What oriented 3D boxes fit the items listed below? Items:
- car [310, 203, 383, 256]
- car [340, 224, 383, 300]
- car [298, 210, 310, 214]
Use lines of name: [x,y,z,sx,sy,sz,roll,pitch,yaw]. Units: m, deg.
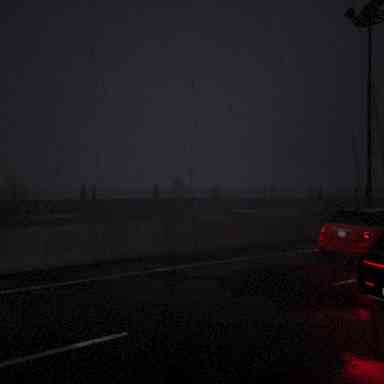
car: [6.588,1.332,11.447,4.553,1.767,2.097,0,0,-28]
car: [5.522,1.495,6.929,4.892,1.490,1.837,0,0,-30]
car: [8.599,1.452,20.424,4.902,1.511,2.128,0,0,-24]
